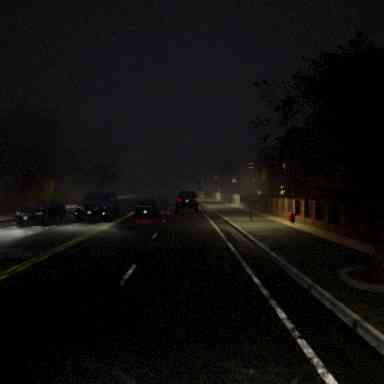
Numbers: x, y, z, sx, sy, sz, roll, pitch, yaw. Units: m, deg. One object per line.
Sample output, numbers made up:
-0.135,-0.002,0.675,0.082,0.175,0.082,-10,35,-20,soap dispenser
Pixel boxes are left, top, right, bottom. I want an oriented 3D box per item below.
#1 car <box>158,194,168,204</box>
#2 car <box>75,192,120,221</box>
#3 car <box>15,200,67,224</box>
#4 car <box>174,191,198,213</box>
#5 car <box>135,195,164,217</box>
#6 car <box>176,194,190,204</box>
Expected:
-4.710,1.058,52.213,2.033,1.411,5.357,0,1,-3,car
-6.882,0.997,24.832,2.150,2.045,5.566,0,0,-1,car
-10.100,1.288,22.544,2.128,1.511,4.902,0,0,-1,car
-0.546,0.905,33.100,2.150,2.045,5.566,0,0,-2,car
-3.618,1.244,27.653,1.837,1.490,4.892,0,0,-2,car
-1.474,1.068,52.233,1.994,1.385,4.181,0,0,-3,car
